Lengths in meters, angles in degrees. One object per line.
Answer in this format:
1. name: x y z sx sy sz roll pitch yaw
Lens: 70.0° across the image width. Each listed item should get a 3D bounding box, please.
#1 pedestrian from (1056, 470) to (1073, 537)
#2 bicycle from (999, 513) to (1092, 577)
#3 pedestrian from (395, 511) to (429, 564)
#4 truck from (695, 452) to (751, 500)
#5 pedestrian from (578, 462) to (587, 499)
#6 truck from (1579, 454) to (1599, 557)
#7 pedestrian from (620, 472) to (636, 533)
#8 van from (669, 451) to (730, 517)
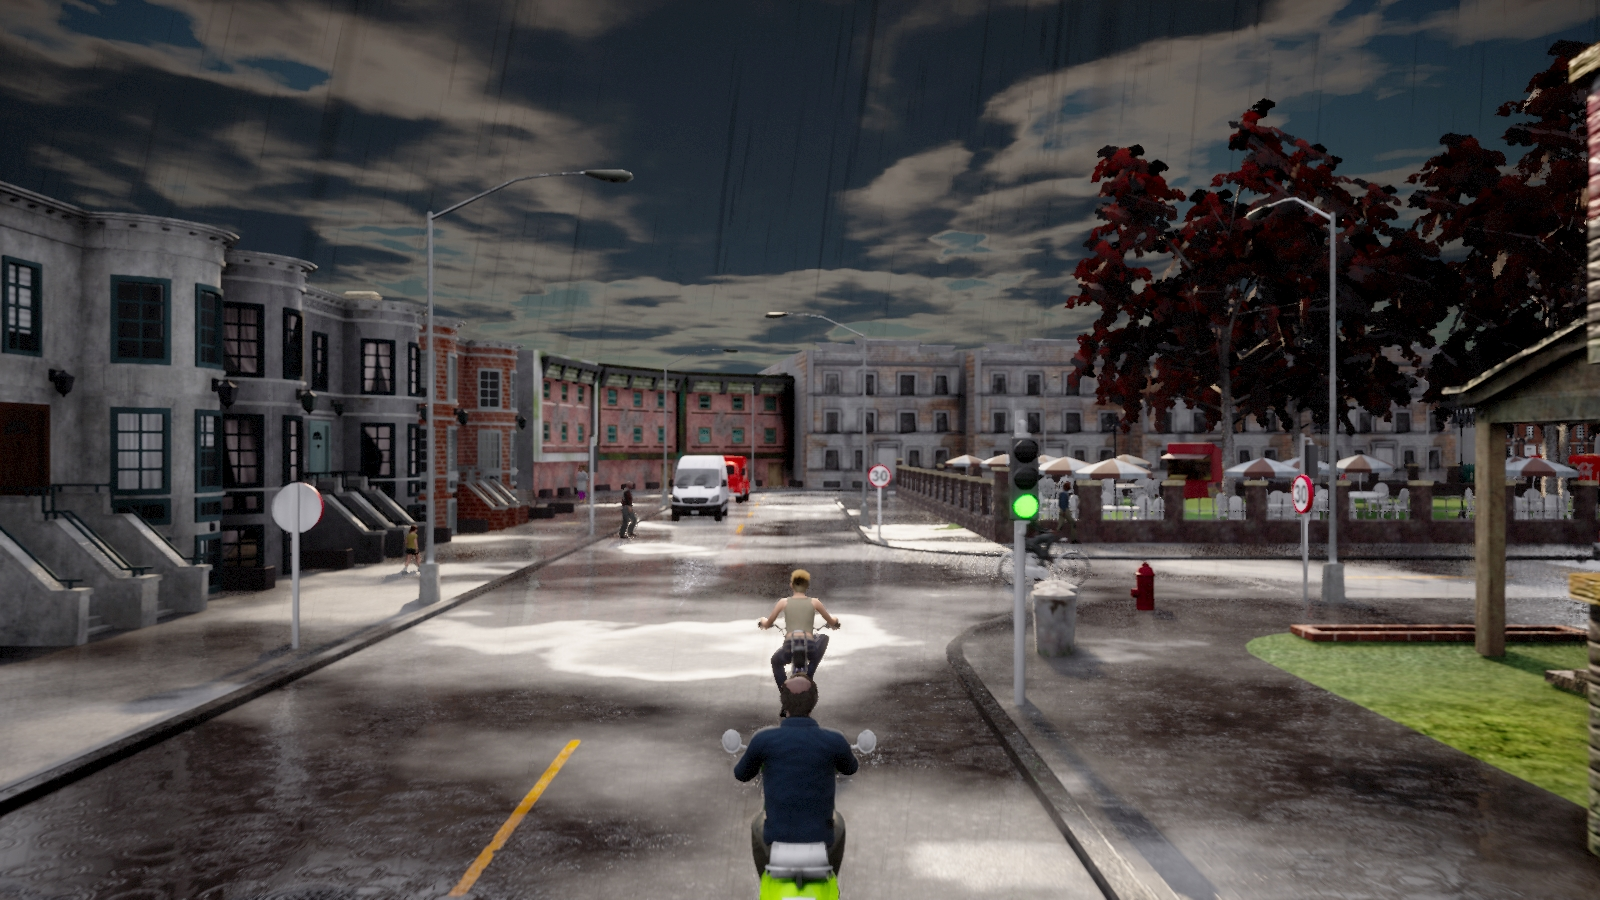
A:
1. pedestrian: 7.478 1.510 32.327 0.375 1.860 0.375 0 0 -1
2. bicycle: 5.020 1.936 23.390 1.835 1.271 0.329 0 -1 6
3. pedestrian: -8.434 1.900 24.826 0.500 1.100 0.500 0 0 18
4. truck: -4.067 1.341 61.488 2.627 2.467 5.204 0 0 1
5. pedestrian: -10.996 1.523 57.708 0.375 1.860 0.375 0 0 5
6. truck: 21.913 1.343 27.010 5.204 2.467 2.627 0 0 0
7. pedestrian: -5.327 1.622 35.412 0.375 1.860 0.375 0 0 16
8. van: -4.055 1.306 46.839 1.988 2.561 5.915 0 0 0
